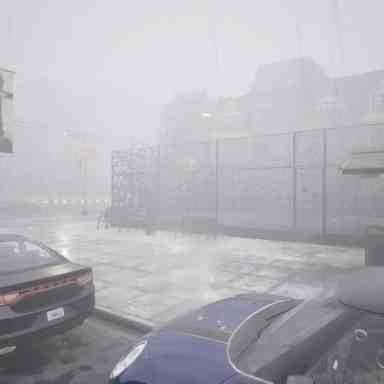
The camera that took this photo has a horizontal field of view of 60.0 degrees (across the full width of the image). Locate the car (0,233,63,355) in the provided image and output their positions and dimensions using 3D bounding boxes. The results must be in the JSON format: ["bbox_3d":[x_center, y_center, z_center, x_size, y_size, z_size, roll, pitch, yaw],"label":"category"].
[{"bbox_3d":[-3.844,1.480,5.864,5.008,1.535,2.097,0,0,35],"label":"car"}]

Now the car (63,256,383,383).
[{"bbox_3d":[1.474,1.354,2.256,4.553,1.767,2.185,0,0,35],"label":"car"}]

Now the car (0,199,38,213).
[{"bbox_3d":[-19.449,1.564,36.908,1.994,1.385,4.181,0,0,35],"label":"car"}]
